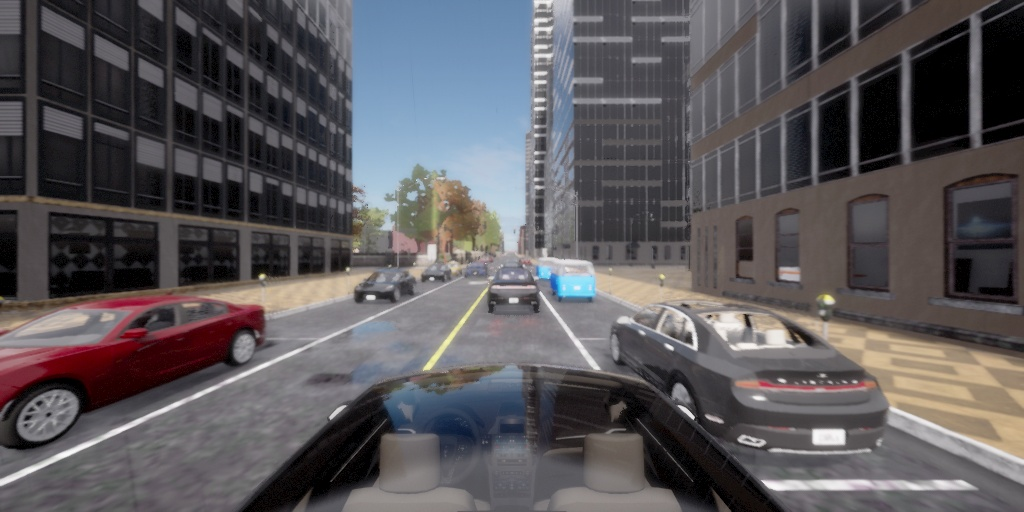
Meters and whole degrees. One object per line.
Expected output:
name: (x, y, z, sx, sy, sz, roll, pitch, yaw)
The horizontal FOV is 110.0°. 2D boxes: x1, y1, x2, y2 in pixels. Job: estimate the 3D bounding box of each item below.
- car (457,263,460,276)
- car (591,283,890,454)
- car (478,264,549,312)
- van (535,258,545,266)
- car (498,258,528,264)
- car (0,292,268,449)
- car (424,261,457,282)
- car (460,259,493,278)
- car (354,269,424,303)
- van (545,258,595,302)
car: (-5.825, 1.195, 35.262, 1.751, 1.417, 4.829, 0, 0, 0)
car: (2.689, 1.300, 5.226, 2.007, 1.370, 4.403, 0, 0, 0)
car: (0.069, 1.229, 14.073, 2.128, 1.511, 4.902, 0, 0, 0)
van: (2.767, 1.036, 28.030, 1.690, 1.789, 3.998, 0, 0, 0)
car: (0.068, 1.167, 29.753, 1.882, 1.535, 5.008, 0, 0, 0)
car: (-5.691, 1.294, 5.224, 1.888, 1.381, 4.507, 0, 0, 0)
car: (-5.775, 1.261, 28.027, 1.948, 1.339, 4.313, 0, 0, 0)
car: (-3.079, 1.245, 31.981, 1.994, 1.385, 4.181, 0, 0, 0)
car: (-5.693, 1.297, 16.630, 1.948, 1.339, 4.313, 0, 0, 0)
van: (2.688, 1.072, 16.633, 1.690, 1.789, 3.998, 0, 0, 0)
